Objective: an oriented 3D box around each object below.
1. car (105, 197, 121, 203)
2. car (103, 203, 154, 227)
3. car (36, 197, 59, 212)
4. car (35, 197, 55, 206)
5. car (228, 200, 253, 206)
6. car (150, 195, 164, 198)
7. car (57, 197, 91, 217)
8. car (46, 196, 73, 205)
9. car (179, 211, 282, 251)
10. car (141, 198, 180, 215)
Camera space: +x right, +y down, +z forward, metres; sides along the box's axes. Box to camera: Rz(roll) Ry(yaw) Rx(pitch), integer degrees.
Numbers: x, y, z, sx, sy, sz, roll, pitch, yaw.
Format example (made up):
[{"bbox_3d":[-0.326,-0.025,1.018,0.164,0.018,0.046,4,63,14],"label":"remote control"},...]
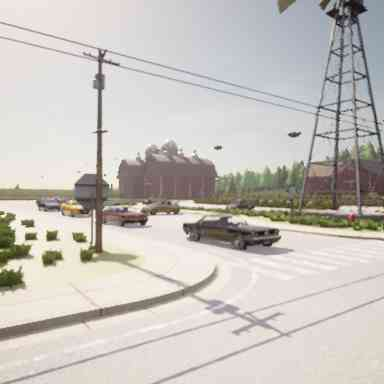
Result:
[{"bbox_3d":[-11.697,1.462,45.791,3.866,1.878,1.905,1,0,-36],"label":"car"},{"bbox_3d":[-4.919,1.686,23.720,1.895,1.301,4.718,1,0,-36],"label":"car"},{"bbox_3d":[-17.513,1.630,40.802,2.033,1.411,5.357,1,0,-36],"label":"car"},{"bbox_3d":[-25.816,1.659,58.183,2.033,1.411,5.357,1,0,-36],"label":"car"},{"bbox_3d":[6.398,1.789,43.796,3.905,1.438,1.784,1,0,-36],"label":"car"},{"bbox_3d":[-7.011,1.575,61.839,4.605,1.855,1.932,1,0,-36],"label":"car"},{"bbox_3d":[-11.202,1.561,32.221,1.882,1.535,5.008,1,0,-36],"label":"car"},{"bbox_3d":[-25.983,1.627,65.332,4.611,1.667,2.242,1,0,-36],"label":"car"},{"bbox_3d":[1.636,1.688,14.893,1.895,1.301,4.718,1,0,-37],"label":"car"},{"bbox_3d":[-3.283,1.661,35.241,4.193,1.474,1.816,1,0,-36],"label":"car"}]
